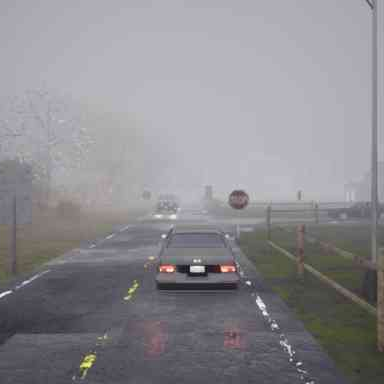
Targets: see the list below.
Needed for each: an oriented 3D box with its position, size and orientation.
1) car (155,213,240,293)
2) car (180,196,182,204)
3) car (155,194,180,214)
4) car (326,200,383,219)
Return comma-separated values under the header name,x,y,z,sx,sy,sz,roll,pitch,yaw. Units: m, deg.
name,x,y,z,sx,sy,sz,roll,pitch,yaw
car,0.101,1.547,8.990,2.033,1.411,5.357,0,0,0
car,-2.823,1.446,48.287,1.882,1.535,5.008,0,0,0
car,-2.683,1.206,35.957,2.150,2.045,5.566,0,0,-2
car,13.196,1.422,26.312,5.008,1.535,1.882,0,0,0
